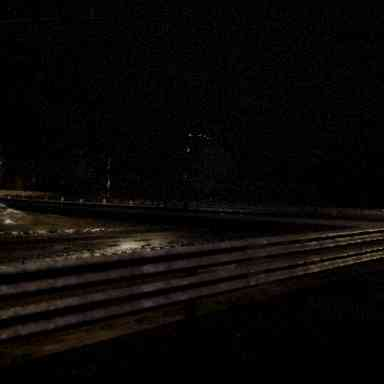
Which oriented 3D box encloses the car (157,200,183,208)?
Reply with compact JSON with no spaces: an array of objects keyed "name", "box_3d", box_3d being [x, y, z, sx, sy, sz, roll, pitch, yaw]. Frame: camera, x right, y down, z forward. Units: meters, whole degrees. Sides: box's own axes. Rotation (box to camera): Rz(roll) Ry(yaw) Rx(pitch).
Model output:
[{"name":"car","box_3d":[-3.861,2.141,57.055,4.892,1.490,1.837,1,-2,31]}]
